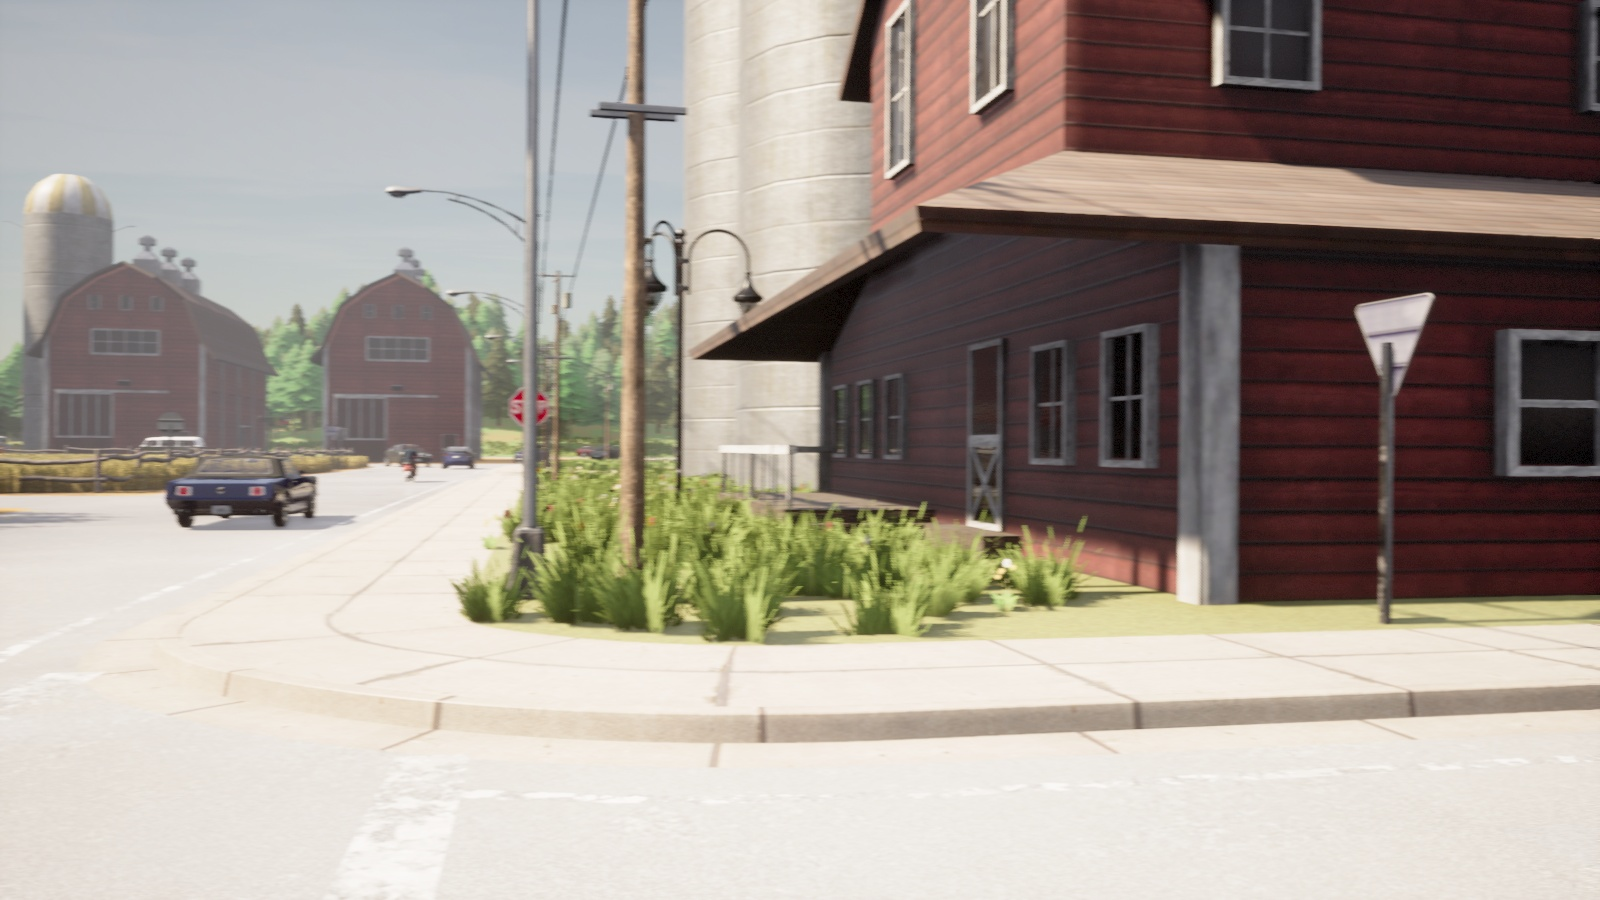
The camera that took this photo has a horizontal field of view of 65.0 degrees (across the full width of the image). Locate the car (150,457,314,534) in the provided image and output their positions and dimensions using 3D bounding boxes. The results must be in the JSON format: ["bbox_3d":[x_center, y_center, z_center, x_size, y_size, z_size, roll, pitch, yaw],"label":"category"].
[{"bbox_3d":[-10.751,0.804,24.138,1.895,1.301,4.718,0,0,-12],"label":"car"}]

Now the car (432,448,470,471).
[{"bbox_3d":[-23.117,0.597,83.304,2.163,1.488,4.792,0,0,-12],"label":"car"}]

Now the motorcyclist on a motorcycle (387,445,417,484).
[{"bbox_3d":[-16.539,0.607,52.237,0.866,1.590,1.817,1,0,-8],"label":"motorcyclist on a motorcycle"}]

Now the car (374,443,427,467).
[{"bbox_3d":[-28.141,0.351,88.355,2.152,1.651,5.027,0,0,-34],"label":"car"}]
